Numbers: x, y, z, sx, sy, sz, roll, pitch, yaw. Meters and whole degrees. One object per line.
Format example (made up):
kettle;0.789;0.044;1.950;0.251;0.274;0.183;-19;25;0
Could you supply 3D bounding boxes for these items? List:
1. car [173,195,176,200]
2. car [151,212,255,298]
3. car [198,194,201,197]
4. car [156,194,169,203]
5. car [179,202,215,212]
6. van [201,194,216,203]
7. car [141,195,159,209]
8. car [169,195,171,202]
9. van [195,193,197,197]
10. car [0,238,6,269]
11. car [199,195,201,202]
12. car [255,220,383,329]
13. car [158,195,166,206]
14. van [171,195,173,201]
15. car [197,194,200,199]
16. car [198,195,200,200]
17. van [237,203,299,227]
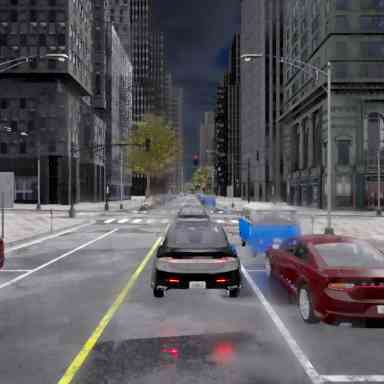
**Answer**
car;-5.943;1.638;87.398;1.947;1.339;4.313;0;0;0
car;0.083;1.493;8.527;2.128;1.511;4.902;0;0;0
car;2.625;1.625;66.741;1.802;1.307;4.206;0;0;0
car;-5.887;1.351;60.954;2.192;1.841;5.009;0;0;0
car;0.048;1.495;17.913;2.128;1.511;4.902;0;0;1
van;2.660;1.366;50.501;1.690;1.788;3.998;0;0;0
car;-5.860;1.546;44.915;1.752;1.417;4.829;0;0;0
car;-5.899;1.593;66.243;2.008;1.369;4.403;0;0;0
van;2.569;1.423;93.807;1.690;1.788;3.998;0;0;0
car;-5.791;1.545;6.992;1.887;1.381;4.507;0;0;0
car;2.648;1.597;55.914;1.947;1.339;4.313;0;0;0
car;2.764;1.545;6.991;1.887;1.381;4.507;0;0;0
car;-5.876;1.575;55.665;1.887;1.381;4.507;0;0;0
van;-5.920;1.397;76.821;1.690;1.788;3.998;0;0;0
car;2.614;1.601;72.153;2.008;1.369;4.403;0;0;0
car;2.637;1.581;61.327;1.887;1.381;4.507;0;0;0
van;2.754;1.343;12.516;1.690;1.788;3.998;0;0;0
